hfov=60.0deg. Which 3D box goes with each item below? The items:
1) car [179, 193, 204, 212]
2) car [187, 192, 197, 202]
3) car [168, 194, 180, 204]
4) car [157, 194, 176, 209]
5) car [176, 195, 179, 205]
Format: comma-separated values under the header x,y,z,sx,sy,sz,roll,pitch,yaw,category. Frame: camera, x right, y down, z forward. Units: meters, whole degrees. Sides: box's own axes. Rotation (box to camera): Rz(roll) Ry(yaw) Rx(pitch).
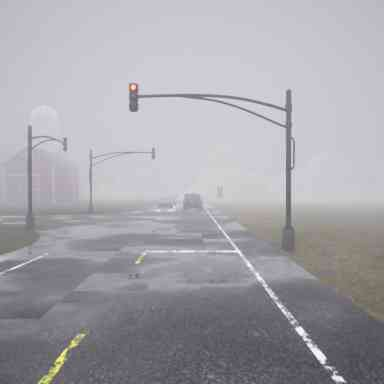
x,y,z,sx,sy,sz,roll,pitch,yaw,category
0.120,1.194,38.996,2.150,2.045,5.566,0,0,3,car
0.067,1.134,74.720,2.150,2.045,5.566,0,0,0,car
-3.486,1.286,65.031,2.097,1.767,4.553,0,0,1,car
-3.561,1.443,45.112,1.882,1.535,5.008,0,0,0,car
-3.546,1.515,55.006,1.994,1.385,4.181,0,0,0,car
